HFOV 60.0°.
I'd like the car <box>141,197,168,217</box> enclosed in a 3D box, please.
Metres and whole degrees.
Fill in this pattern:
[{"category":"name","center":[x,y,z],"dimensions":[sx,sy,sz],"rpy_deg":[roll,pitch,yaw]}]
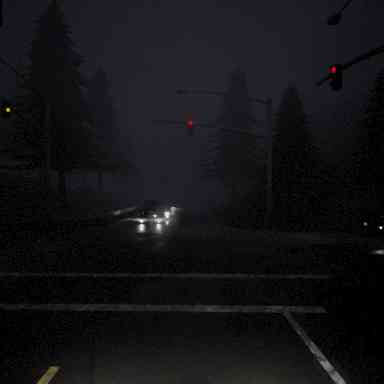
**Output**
[{"category":"car","center":[-3.619,1.504,31.239],"dimensions":[1.837,1.490,4.892],"rpy_deg":[0,0,0]}]

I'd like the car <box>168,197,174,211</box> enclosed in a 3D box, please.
[{"category":"car","center":[-3.624,1.600,41.178],"dimensions":[1.895,1.301,4.718],"rpy_deg":[0,0,0]}]

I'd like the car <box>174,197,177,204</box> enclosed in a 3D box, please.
[{"category":"car","center":[-3.875,1.600,51.105],"dimensions":[1.895,1.301,4.718],"rpy_deg":[0,0,-8]}]

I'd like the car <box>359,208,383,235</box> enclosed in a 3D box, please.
[{"category":"car","center":[11.266,1.206,16.291],"dimensions":[5.566,2.045,2.150],"rpy_deg":[0,0,0]}]

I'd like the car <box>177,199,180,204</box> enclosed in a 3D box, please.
[{"category":"car","center":[-4.055,1.563,61.744],"dimensions":[1.994,1.385,4.181],"rpy_deg":[0,0,-39]}]
